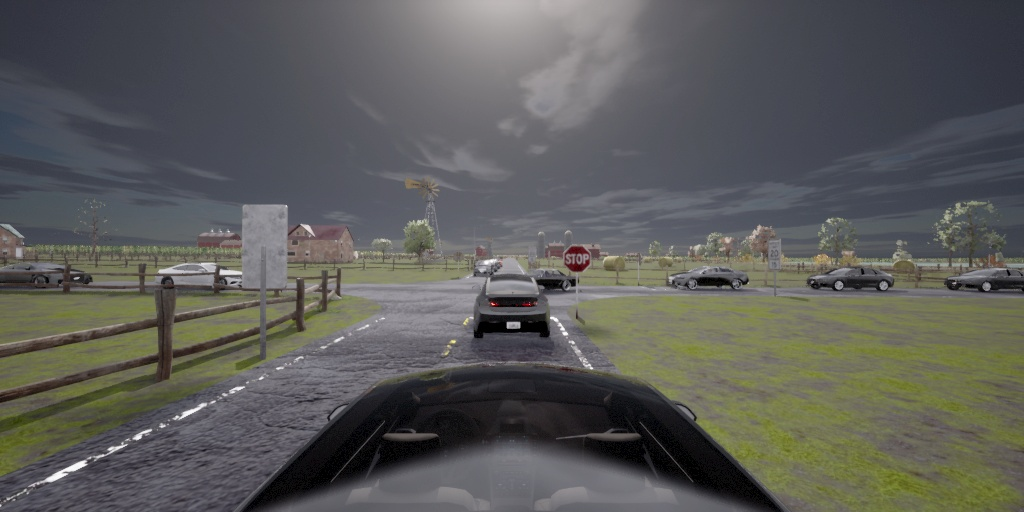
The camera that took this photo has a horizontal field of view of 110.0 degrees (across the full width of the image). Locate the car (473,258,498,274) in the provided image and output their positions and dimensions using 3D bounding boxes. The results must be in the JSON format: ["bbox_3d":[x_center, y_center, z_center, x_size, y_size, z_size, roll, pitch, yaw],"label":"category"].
[{"bbox_3d":[-2.856,1.243,36.891,2.128,1.511,4.902,0,0,0],"label":"car"}]

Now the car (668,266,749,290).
[{"bbox_3d":[12.800,1.397,23.478,4.902,1.511,2.128,1,-1,-2],"label":"car"}]

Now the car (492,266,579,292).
[{"bbox_3d":[1.501,1.369,20.250,4.718,1.301,1.895,1,0,-35],"label":"car"}]

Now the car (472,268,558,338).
[{"bbox_3d":[-0.073,1.256,10.204,1.837,1.490,4.892,0,0,-3],"label":"car"}]

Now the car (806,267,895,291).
[{"bbox_3d":[22.201,1.499,23.648,4.892,1.490,1.837,1,-1,-1],"label":"car"}]

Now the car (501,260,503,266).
[{"bbox_3d":[-2.817,1.240,55.879,2.128,1.511,4.902,0,0,0],"label":"car"}]

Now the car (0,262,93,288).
[{"bbox_3d":[-26.362,1.048,20.041,4.181,1.385,1.994,1,-1,-1],"label":"car"}]

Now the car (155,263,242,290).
[{"bbox_3d":[-17.242,1.103,20.162,4.674,1.442,1.812,1,-1,-1],"label":"car"}]

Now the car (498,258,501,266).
[{"bbox_3d":[-2.849,1.241,46.337,2.128,1.511,4.902,0,0,0],"label":"car"}]

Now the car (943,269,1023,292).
[{"bbox_3d":[31.704,1.587,23.768,4.892,1.490,1.837,1,-1,-1],"label":"car"}]
